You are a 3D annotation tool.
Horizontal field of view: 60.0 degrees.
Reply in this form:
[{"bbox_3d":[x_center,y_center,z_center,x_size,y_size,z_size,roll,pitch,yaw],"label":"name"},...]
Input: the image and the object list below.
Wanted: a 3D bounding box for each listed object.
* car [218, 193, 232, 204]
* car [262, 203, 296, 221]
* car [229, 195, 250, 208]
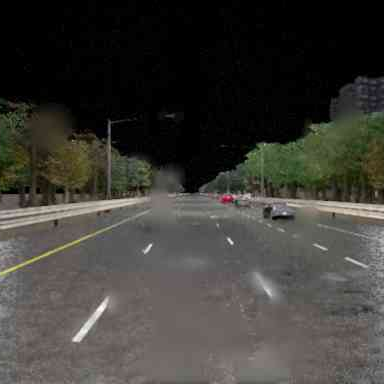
[{"bbox_3d":[7.176,1.298,67.937,2.150,2.045,5.566,0,0,0],"label":"car"},{"bbox_3d":[7.021,1.590,27.164,1.994,1.385,4.181,0,0,0],"label":"car"},{"bbox_3d":[7.085,1.540,47.910,2.128,1.511,4.902,0,0,0],"label":"car"}]
